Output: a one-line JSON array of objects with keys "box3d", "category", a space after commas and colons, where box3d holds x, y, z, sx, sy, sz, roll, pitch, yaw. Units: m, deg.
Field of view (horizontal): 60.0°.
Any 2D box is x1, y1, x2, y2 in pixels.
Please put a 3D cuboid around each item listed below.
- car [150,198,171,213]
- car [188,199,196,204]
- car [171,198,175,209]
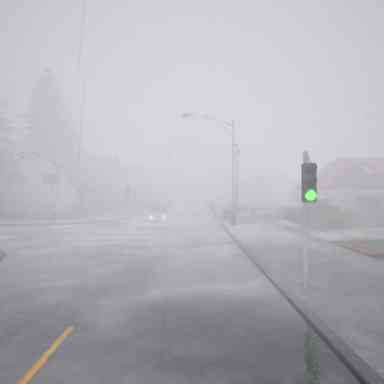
[{"box3d": [-4.062, 1.765, 41.080, 1.837, 1.490, 4.892, 0, 0, 0], "category": "car"}, {"box3d": [0.072, 2.302, 76.888, 1.895, 1.301, 4.718, 0, 0, 0], "category": "car"}, {"box3d": [-4.049, 1.845, 50.291, 1.812, 1.442, 4.674, 0, 0, 0], "category": "car"}]
